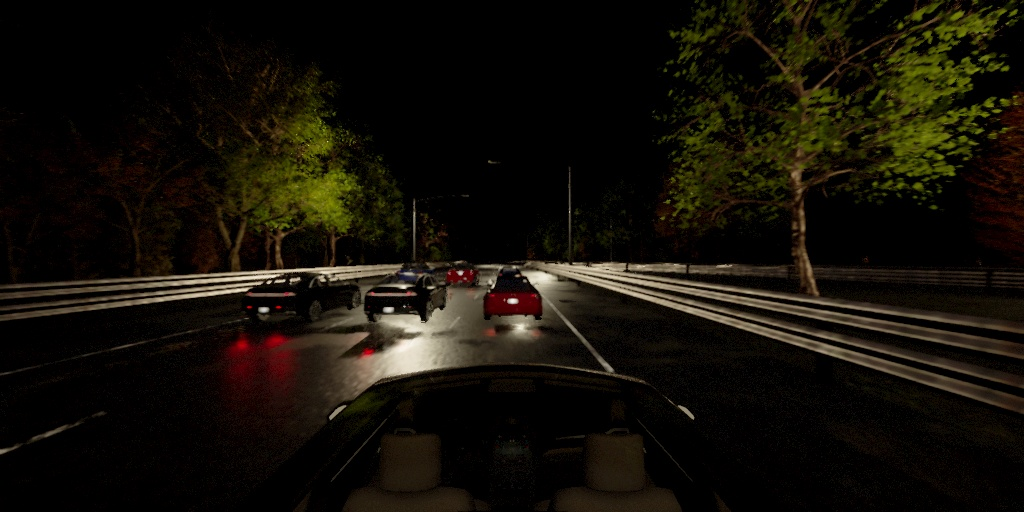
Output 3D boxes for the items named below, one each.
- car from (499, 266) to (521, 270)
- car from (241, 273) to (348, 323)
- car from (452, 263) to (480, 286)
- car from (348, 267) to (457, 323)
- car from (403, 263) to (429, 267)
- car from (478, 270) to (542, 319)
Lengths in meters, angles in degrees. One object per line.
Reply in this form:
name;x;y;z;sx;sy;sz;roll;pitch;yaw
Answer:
car;-0.170;1.508;28.345;1.994;1.385;4.181;0;0;-1
car;-6.978;1.320;12.498;2.128;1.511;4.902;0;0;0
car;-3.660;1.289;27.410;2.097;1.767;4.553;0;-1;-1
car;-3.475;1.318;12.516;2.128;1.511;4.902;0;0;0
car;-7.159;1.291;27.349;2.097;1.767;4.553;0;-1;-1
car;0.020;1.393;13.226;1.994;1.385;4.181;0;0;0
